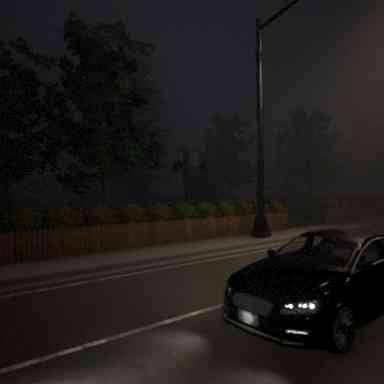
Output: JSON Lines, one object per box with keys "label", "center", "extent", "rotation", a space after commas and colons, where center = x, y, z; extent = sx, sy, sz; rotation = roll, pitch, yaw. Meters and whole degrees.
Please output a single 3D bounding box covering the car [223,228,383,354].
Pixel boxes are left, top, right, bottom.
{"label": "car", "center": [2.701, 1.490, 6.210], "extent": [4.902, 1.511, 2.128], "rotation": [0, 0, -38]}
